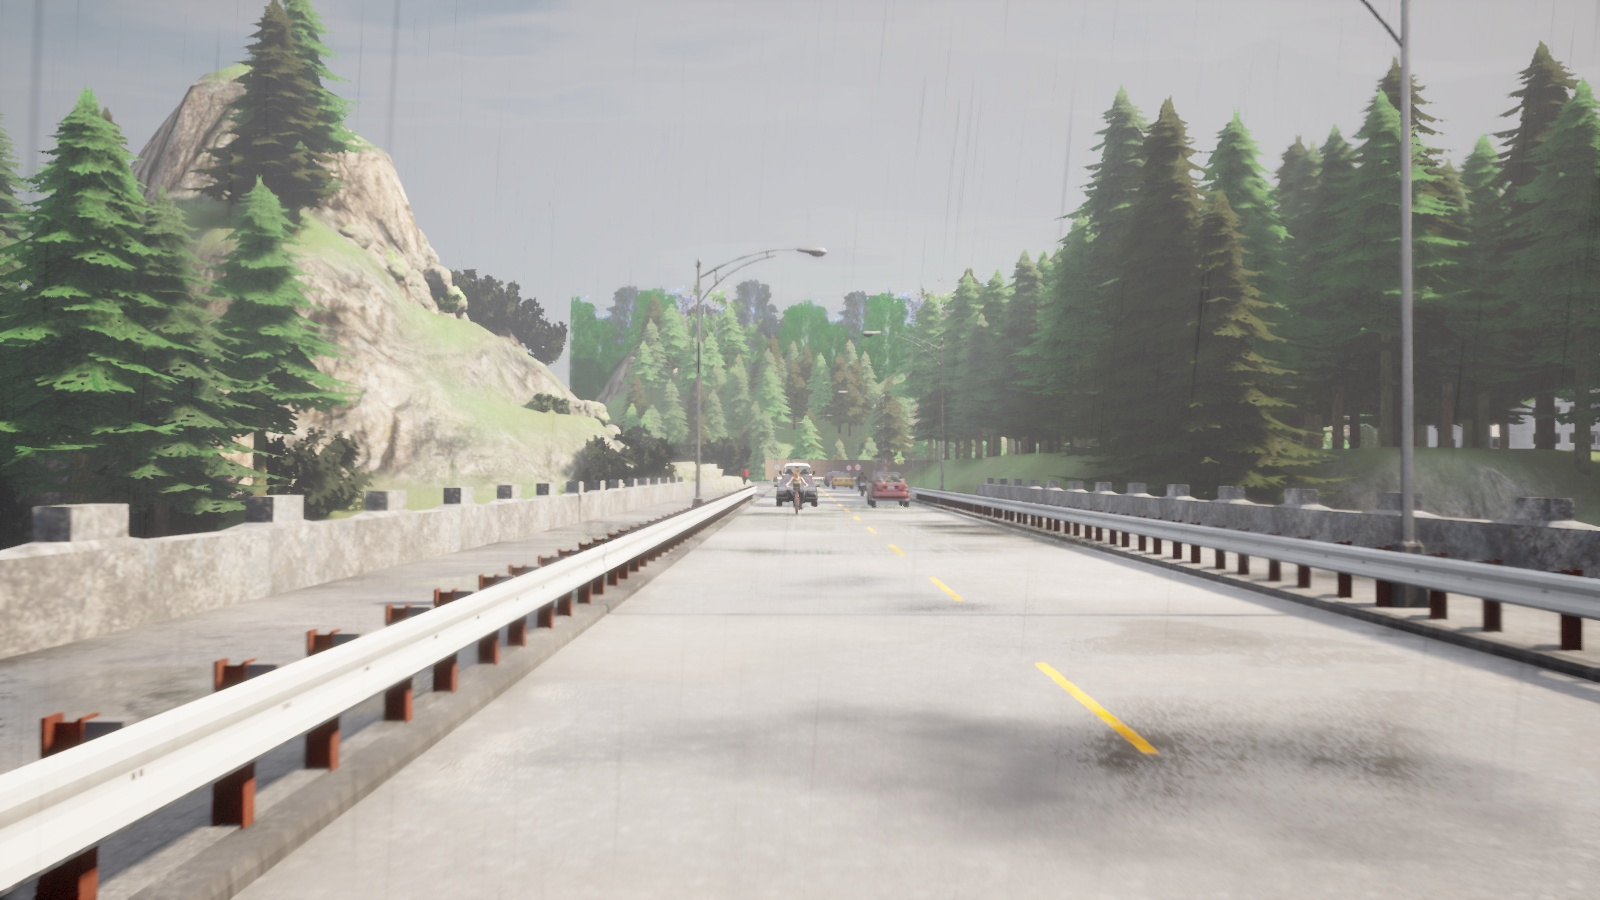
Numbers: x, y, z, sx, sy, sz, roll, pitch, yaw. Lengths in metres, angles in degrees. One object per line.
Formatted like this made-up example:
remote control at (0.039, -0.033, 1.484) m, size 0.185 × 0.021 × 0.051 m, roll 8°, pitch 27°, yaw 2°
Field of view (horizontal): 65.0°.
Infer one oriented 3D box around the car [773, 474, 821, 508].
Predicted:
car at (-0.119, 1.800, 55.970) m, size 2.033 × 1.411 × 5.357 m, roll 0°, pitch -1°, yaw 0°

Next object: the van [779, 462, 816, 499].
van at (-0.157, 1.762, 72.943) m, size 2.069 × 2.038 × 4.480 m, roll 0°, pitch -1°, yaw 0°

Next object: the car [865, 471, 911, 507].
car at (3.881, 1.712, 55.797) m, size 1.789 × 1.549 × 3.705 m, roll 0°, pitch -1°, yaw 0°
